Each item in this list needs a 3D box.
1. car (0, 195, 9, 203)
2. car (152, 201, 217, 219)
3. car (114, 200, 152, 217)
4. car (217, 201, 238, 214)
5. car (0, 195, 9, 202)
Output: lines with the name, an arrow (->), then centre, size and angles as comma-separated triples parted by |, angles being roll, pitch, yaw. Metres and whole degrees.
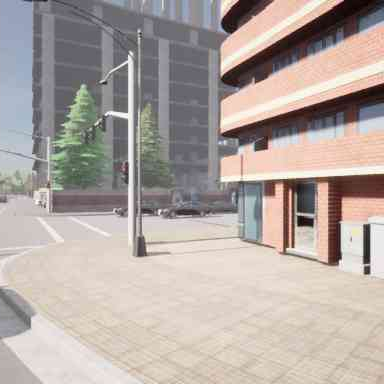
car -> -37.931, 1.595, 66.052 | 1.895, 1.301, 4.718 | 0, 0, -27
car -> -0.641, 1.547, 29.819 | 4.902, 1.511, 2.128 | 0, 0, -27
car -> -4.945, 1.547, 31.578 | 4.902, 1.511, 2.128 | 0, 0, -27
car -> 3.022, 1.619, 35.572 | 4.181, 1.385, 1.994 | 0, 0, -27
car -> -42.448, 1.500, 74.912 | 1.837, 1.490, 4.892 | 0, 0, -27
